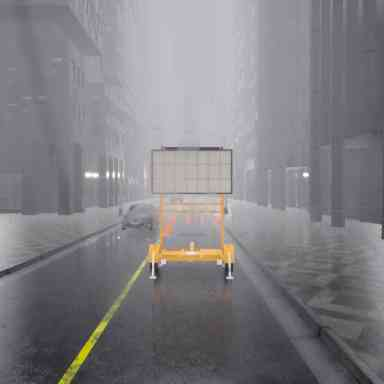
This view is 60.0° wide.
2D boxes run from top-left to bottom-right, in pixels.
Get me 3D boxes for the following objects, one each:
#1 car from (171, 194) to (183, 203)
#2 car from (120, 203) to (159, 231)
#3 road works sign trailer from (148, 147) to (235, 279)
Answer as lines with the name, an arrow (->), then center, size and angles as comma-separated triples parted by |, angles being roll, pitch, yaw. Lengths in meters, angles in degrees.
car -> -3.031, 1.121, 66.713 | 2.150, 2.045, 5.566 | 0, 0, 0
car -> -3.112, 1.490, 20.567 | 1.837, 1.490, 4.892 | 0, 0, 0
road works sign trailer -> 0.003, 0.459, 10.014 | 2.380, 3.560, 2.880 | 0, 0, 1
